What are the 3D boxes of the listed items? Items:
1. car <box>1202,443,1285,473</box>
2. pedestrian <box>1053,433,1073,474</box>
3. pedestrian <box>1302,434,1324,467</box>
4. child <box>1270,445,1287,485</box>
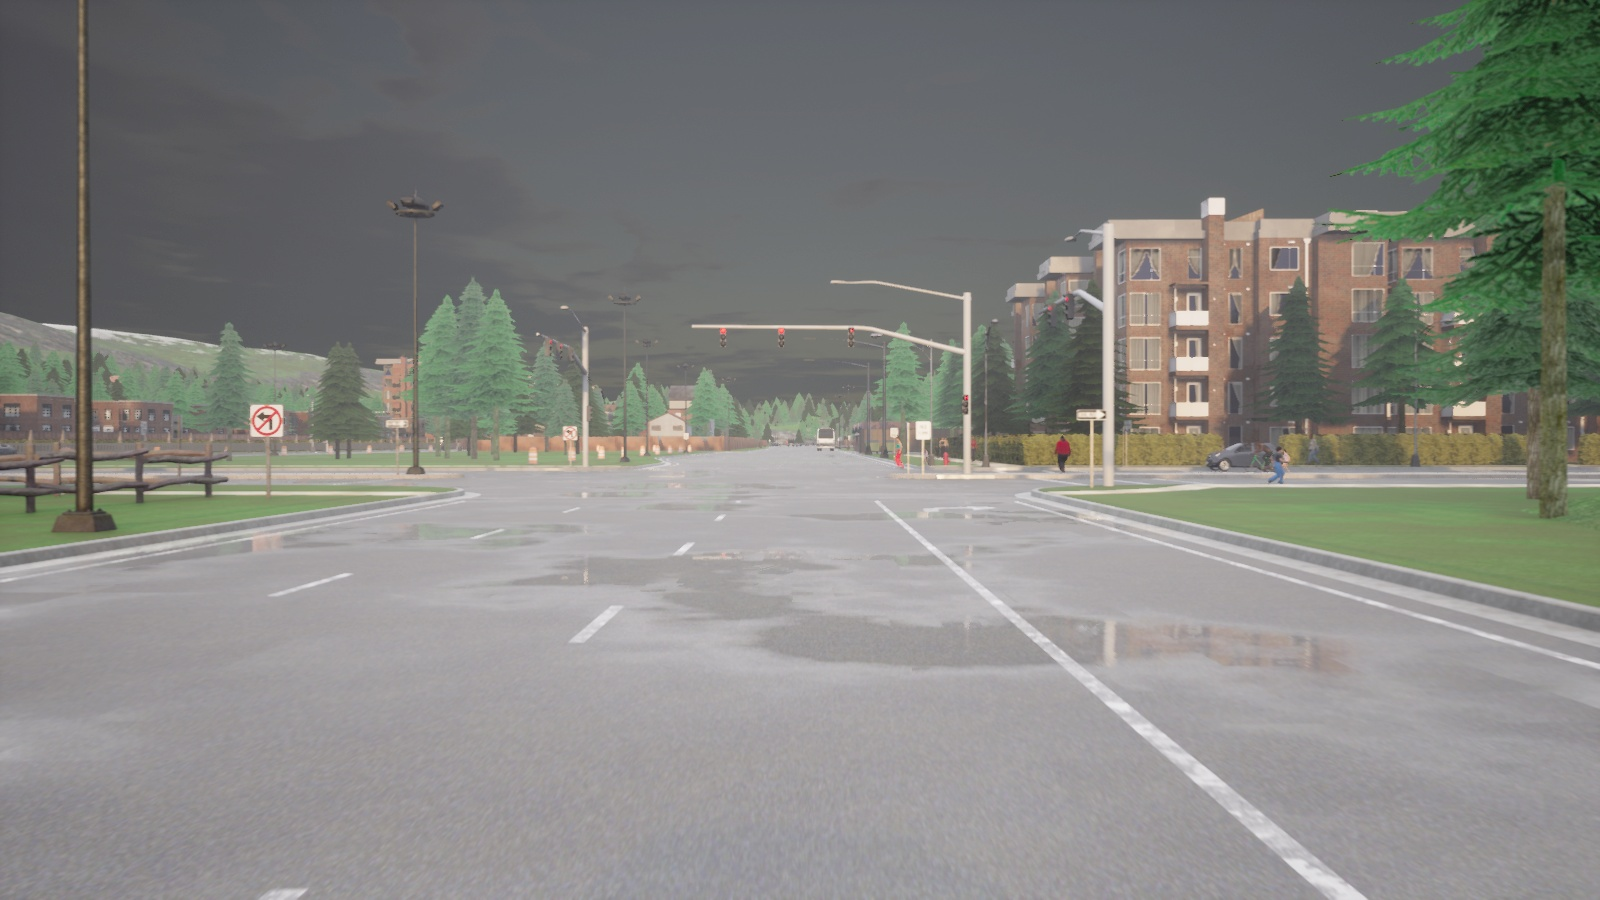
[{"bbox_3d":[22.853,0.414,64.791,3.633,1.501,1.845,0,0,0],"label":"car"},{"bbox_3d":[11.995,0.152,57.250,0.634,1.844,0.899,0,0,-7],"label":"pedestrian"},{"bbox_3d":[29.256,0.005,71.626,0.900,1.855,0.874,0,0,5],"label":"pedestrian"},{"bbox_3d":[15.077,0.465,39.563,0.437,1.263,0.270,0,0,10],"label":"child"}]
